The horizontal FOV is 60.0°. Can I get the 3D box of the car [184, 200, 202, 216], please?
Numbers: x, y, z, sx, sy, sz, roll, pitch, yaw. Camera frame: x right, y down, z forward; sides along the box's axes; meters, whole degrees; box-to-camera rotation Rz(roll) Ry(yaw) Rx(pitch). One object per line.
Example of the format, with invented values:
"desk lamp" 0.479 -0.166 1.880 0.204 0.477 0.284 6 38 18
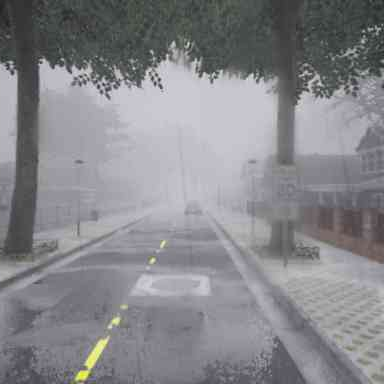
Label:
"car" 0.097 1.955 37.689 1.994 1.385 4.181 0 -1 0
